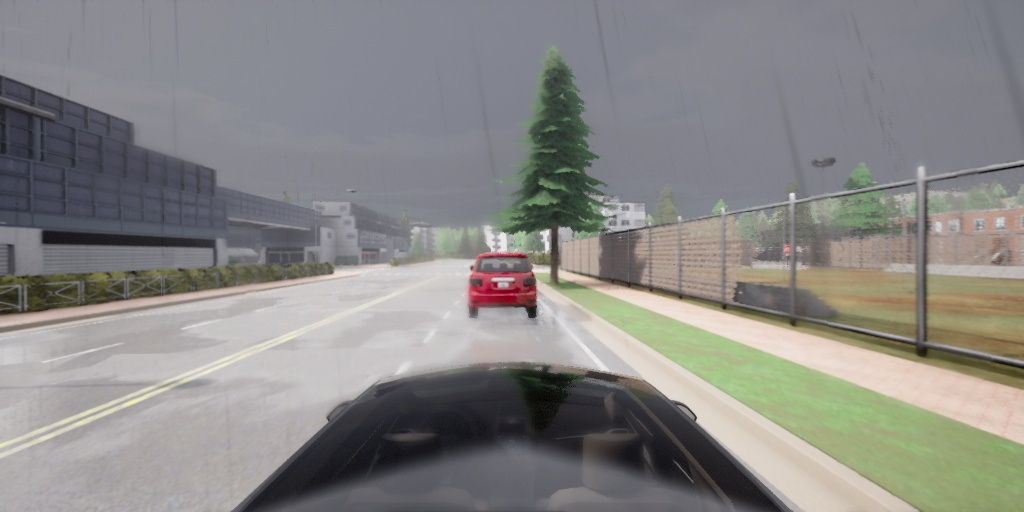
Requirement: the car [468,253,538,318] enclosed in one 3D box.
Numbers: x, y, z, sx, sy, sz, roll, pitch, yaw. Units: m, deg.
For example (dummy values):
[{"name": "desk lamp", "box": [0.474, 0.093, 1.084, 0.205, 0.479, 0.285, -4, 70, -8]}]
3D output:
[{"name": "car", "box": [-0.353, 0.909, 12.922, 2.150, 2.045, 5.566, 0, 0, -2]}]
